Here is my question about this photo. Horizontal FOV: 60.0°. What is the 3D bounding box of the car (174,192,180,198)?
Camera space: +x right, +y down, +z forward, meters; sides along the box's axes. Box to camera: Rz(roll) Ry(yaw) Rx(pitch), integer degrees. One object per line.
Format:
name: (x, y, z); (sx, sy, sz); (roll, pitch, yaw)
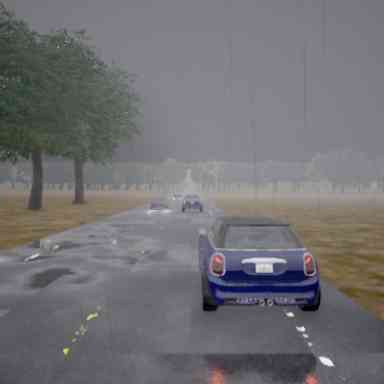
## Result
car: (-3.534, 0.654, 82.870); (1.882, 1.535, 5.008); (0, 0, 0)

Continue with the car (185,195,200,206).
car: (0.020, 1.115, 46.542); (1.994, 1.385, 4.181); (0, 1, 0)

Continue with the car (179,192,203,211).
car: (0.047, 1.024, 34.548); (2.097, 1.767, 4.553); (0, 1, 0)

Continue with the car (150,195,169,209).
car: (-3.609, 1.146, 37.683); (1.837, 1.490, 4.892); (0, 0, 0)

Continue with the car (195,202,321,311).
car: (1.221, 1.280, 7.743); (2.097, 1.767, 4.553); (0, 1, 0)
